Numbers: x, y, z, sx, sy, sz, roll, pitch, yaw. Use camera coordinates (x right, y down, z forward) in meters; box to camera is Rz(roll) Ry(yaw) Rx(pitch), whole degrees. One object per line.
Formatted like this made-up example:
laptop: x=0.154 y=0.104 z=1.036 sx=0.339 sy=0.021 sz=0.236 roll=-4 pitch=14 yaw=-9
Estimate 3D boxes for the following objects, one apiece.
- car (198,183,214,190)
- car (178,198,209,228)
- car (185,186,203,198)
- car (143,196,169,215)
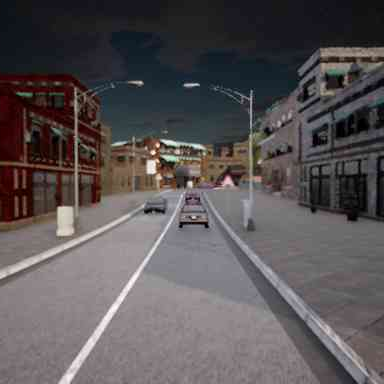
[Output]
car: x=2.801 y=-1.225 z=70.238 sx=1.994 sy=1.385 sz=4.181 roll=1 pitch=2 yaw=39
car: x=0.102 y=1.410 z=21.341 sx=2.033 sy=1.411 sz=5.357 roll=0 pitch=1 yaw=0
car: x=0.101 y=0.390 z=42.609 sx=1.895 sy=1.301 sz=4.718 roll=0 pitch=4 yaw=0
car: x=-3.092 y=1.119 z=29.522 sx=2.033 sy=1.411 sz=5.357 roll=0 pitch=3 yaw=0
